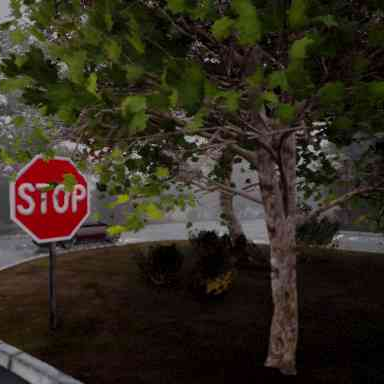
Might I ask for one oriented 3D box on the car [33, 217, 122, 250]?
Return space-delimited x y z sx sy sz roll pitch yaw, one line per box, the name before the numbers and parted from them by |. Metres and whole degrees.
car | -5.334 1.849 15.957 1.994 1.385 4.181 -1 -2 30
